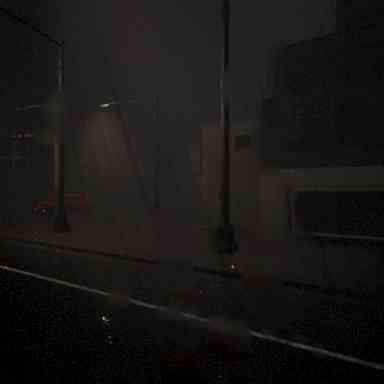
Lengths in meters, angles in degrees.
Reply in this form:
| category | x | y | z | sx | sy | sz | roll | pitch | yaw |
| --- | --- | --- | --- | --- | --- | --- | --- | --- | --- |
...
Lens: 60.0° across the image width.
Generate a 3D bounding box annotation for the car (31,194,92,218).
| category | x | y | z | sx | sy | sz | roll | pitch | yaw |
| --- | --- | --- | --- | --- | --- | --- | --- | --- | --- |
| car | -12.149 | 1.242 | 31.446 | 2.150 | 2.045 | 5.566 | 0 | 0 | 36 |
